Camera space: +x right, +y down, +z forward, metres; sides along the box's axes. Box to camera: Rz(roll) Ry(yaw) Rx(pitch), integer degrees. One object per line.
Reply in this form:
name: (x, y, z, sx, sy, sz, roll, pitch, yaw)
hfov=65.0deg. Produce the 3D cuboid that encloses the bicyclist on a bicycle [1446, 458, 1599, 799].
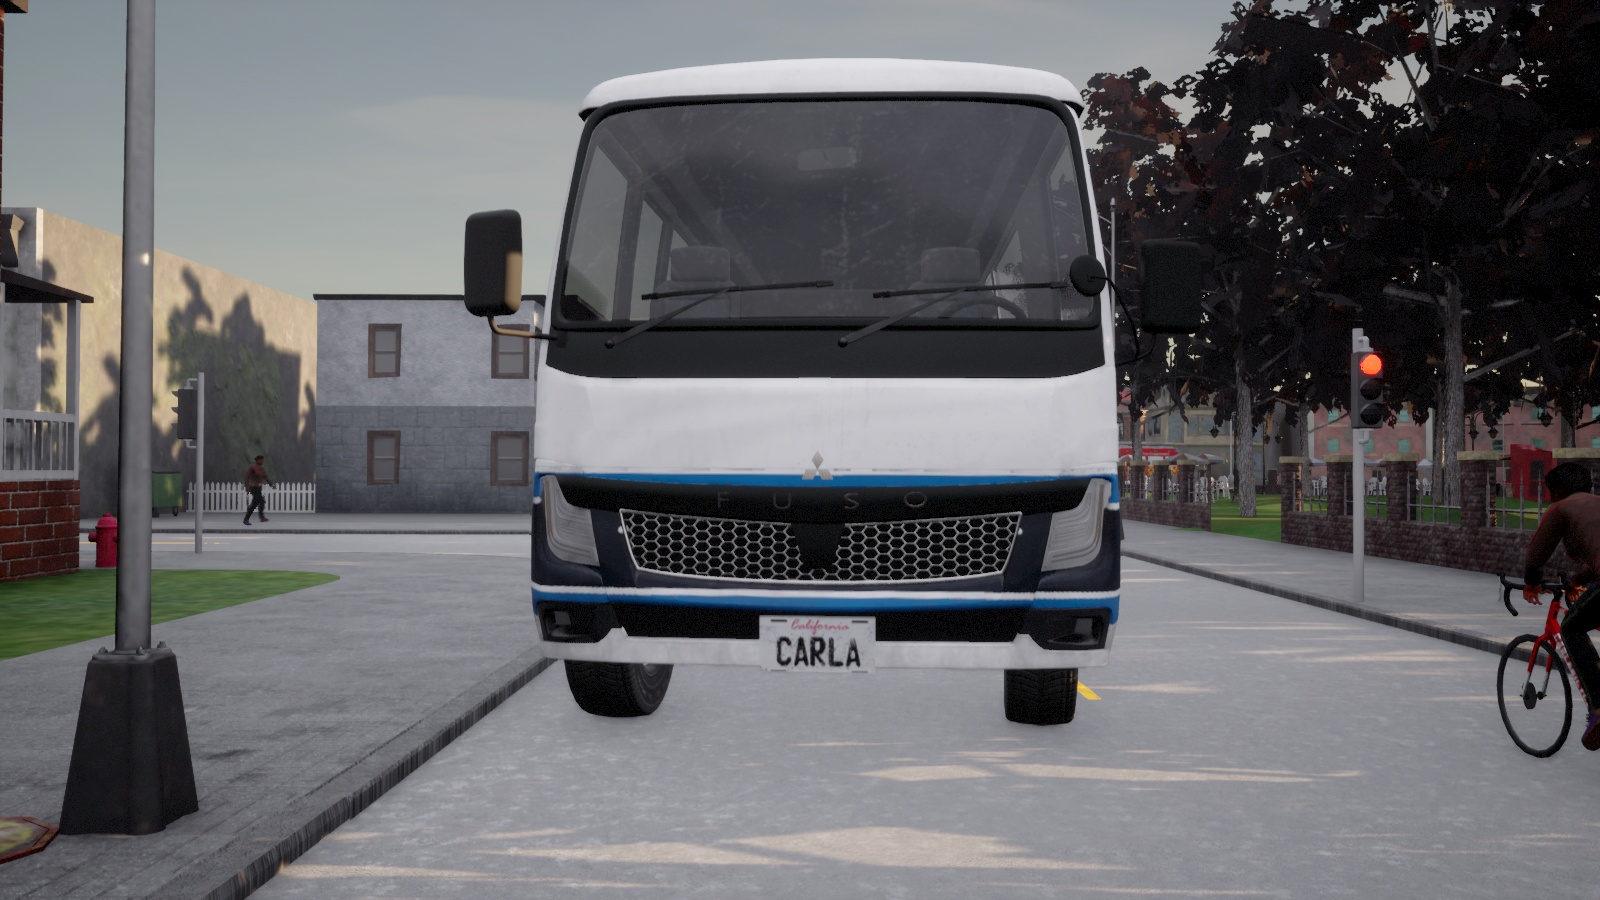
bicyclist on a bicycle: (4.086, 0.860, 6.494, 0.582, 1.620, 1.656, 0, -1, -1)

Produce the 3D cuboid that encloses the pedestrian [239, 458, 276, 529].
pedestrian: (-13.916, 1.120, 32.219, 0.869, 1.805, 0.328, -1, -1, 18)

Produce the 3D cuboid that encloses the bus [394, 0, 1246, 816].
bus: (0.393, -0.380, 10.963, 3.944, 4.253, 10.273, 0, -1, 4)

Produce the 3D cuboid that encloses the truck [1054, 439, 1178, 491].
truck: (23.523, 1.127, 93.793, 8.468, 3.827, 2.891, 0, -1, 1)
